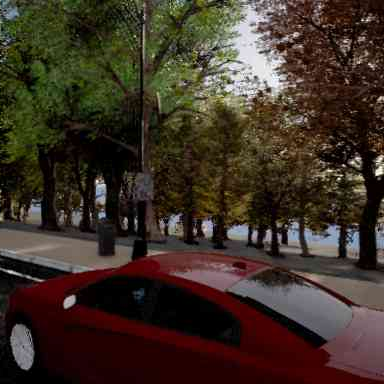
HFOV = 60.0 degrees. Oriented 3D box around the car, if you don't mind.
[{"bbox_3d":[-0.195,1.461,3.823,5.008,1.535,1.882,1,0,35],"label":"car"}]
